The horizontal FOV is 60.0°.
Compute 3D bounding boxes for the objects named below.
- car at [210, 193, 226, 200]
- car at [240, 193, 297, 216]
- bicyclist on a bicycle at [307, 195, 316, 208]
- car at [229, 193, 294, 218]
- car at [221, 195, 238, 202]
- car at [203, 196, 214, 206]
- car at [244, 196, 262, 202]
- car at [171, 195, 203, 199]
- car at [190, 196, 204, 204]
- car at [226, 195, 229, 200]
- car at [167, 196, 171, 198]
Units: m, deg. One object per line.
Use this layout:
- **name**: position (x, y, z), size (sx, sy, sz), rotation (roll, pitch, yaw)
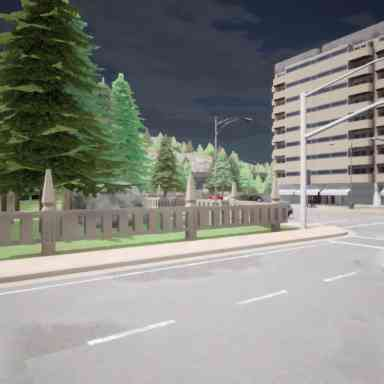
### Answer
- **car**: position (4.736, 1.166, 65.202), size (2.150, 2.045, 5.566), rotation (0, 0, 14)
- **car**: position (7.390, 1.163, 32.920), size (2.150, 2.045, 5.566), rotation (0, 0, -32)
- **bicyclist on a bicycle**: position (15.252, 1.245, 42.431), size (1.656, 1.620, 0.582), rotation (0, 0, -29)
- **car**: position (6.022, 1.166, 28.626), size (2.150, 2.045, 5.566), rotation (0, 0, -33)
- **car**: position (8.518, 1.469, 75.156), size (1.812, 1.442, 4.674), rotation (0, 0, 32)
- **car**: position (1.176, 1.545, 46.388), size (1.895, 1.301, 4.718), rotation (0, 0, -13)
- **car**: position (14.233, 1.540, 77.266), size (1.895, 1.301, 4.718), rotation (0, 0, 40)
- **car**: position (-0.685, 1.422, 41.038), size (1.882, 1.535, 5.008), rotation (0, 0, -19)
- **car**: position (1.061, 1.473, 66.202), size (1.837, 1.490, 4.892), rotation (0, 0, 14)
- **car**: position (9.173, 1.492, 67.886), size (2.033, 1.411, 5.357), rotation (0, 0, 20)
- **car**: position (-3.483, 1.422, 56.631), size (1.882, 1.535, 5.008), rotation (0, 0, 1)
